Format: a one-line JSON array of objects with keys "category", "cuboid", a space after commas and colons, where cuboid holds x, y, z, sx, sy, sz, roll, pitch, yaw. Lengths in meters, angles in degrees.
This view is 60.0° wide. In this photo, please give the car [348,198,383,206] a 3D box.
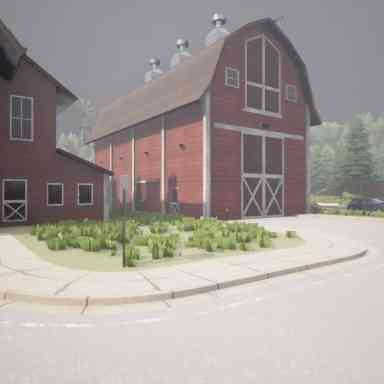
[{"category": "car", "cuboid": [19.009, 1.397, 35.344, 2.097, 1.767, 4.553, 0, 0, -34]}]
